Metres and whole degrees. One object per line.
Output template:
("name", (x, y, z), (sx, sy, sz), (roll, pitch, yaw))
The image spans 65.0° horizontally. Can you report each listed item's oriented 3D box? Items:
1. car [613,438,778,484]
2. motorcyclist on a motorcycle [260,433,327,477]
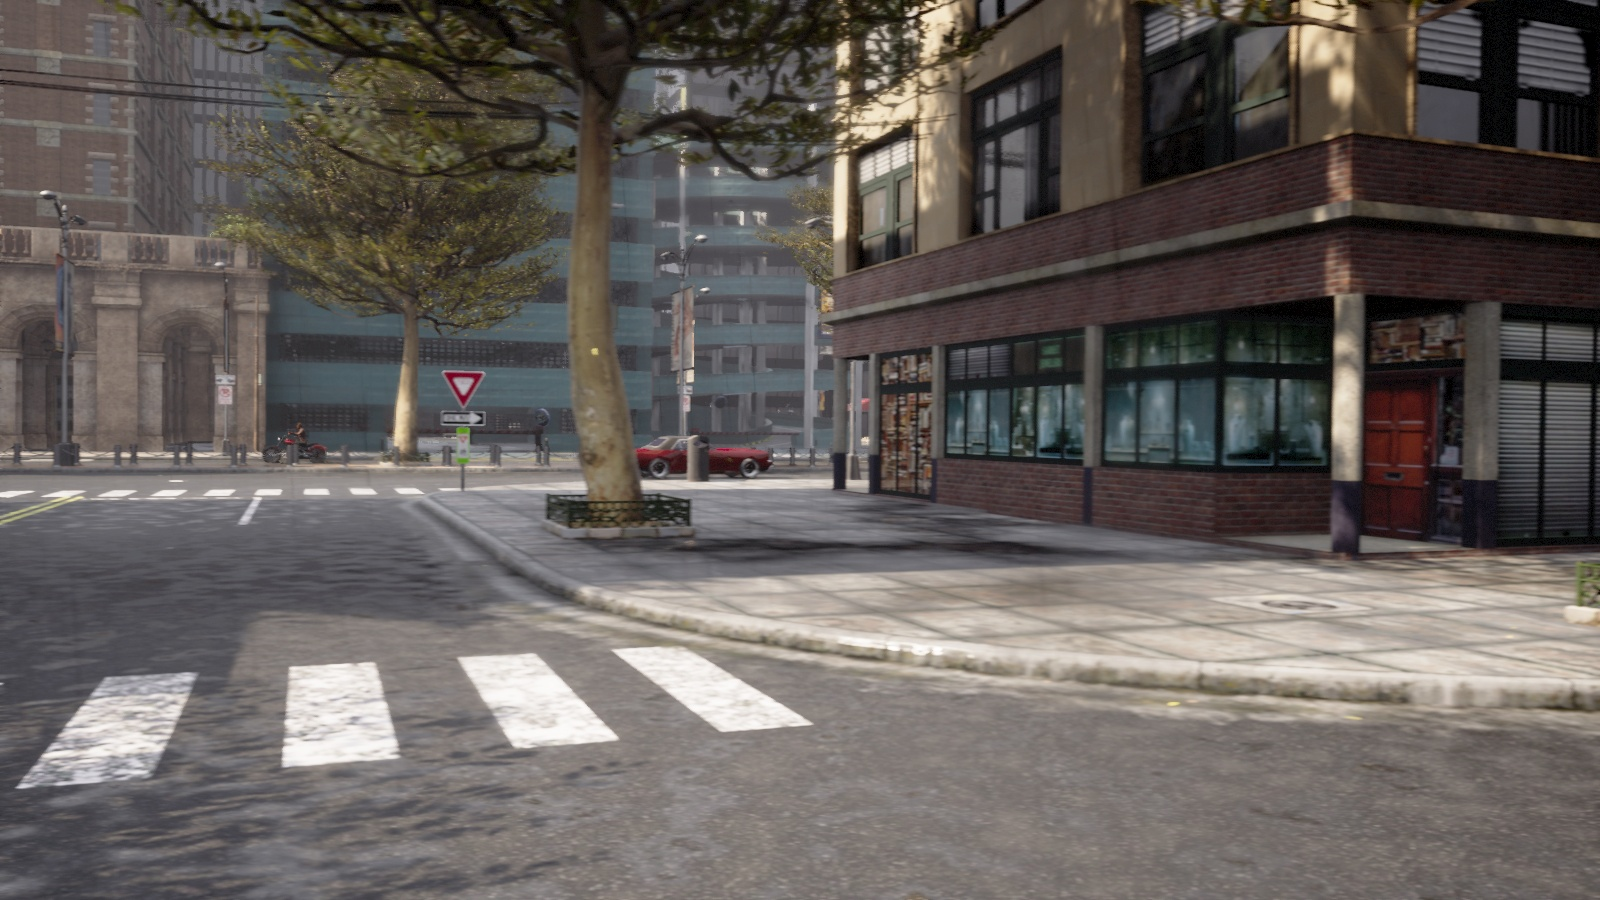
("car", (-3.228, 0.300, 38.913), (4.718, 1.301, 1.895), (-1, 1, -22))
("motorcyclist on a motorcycle", (-19.635, 0.168, 48.724), (2.350, 1.649, 0.766), (-1, 1, -21))
